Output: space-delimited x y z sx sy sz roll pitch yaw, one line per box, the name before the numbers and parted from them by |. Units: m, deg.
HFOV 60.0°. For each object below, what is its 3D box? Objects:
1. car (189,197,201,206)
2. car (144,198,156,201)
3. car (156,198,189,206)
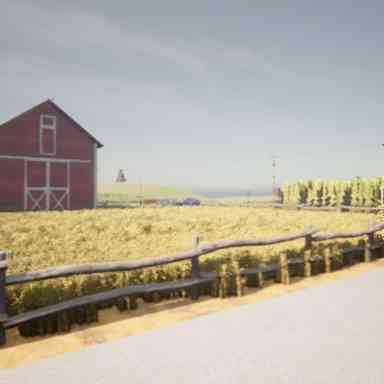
car | -0.194 1.624 54.810 1.812 1.442 4.674 0 0 -35
car | -6.914 1.697 63.282 4.718 1.301 1.895 0 0 33
car | -3.234 1.635 53.419 2.033 1.411 5.357 0 0 -35
